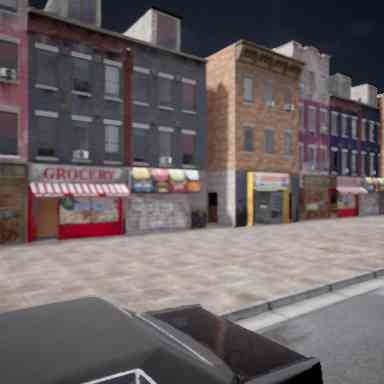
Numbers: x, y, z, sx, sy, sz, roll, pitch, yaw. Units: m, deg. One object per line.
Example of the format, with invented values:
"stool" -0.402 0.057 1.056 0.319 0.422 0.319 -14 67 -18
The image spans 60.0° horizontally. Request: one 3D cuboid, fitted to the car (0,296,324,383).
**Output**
"car" -1.306 1.600 2.145 4.718 1.301 1.895 0 0 -35
